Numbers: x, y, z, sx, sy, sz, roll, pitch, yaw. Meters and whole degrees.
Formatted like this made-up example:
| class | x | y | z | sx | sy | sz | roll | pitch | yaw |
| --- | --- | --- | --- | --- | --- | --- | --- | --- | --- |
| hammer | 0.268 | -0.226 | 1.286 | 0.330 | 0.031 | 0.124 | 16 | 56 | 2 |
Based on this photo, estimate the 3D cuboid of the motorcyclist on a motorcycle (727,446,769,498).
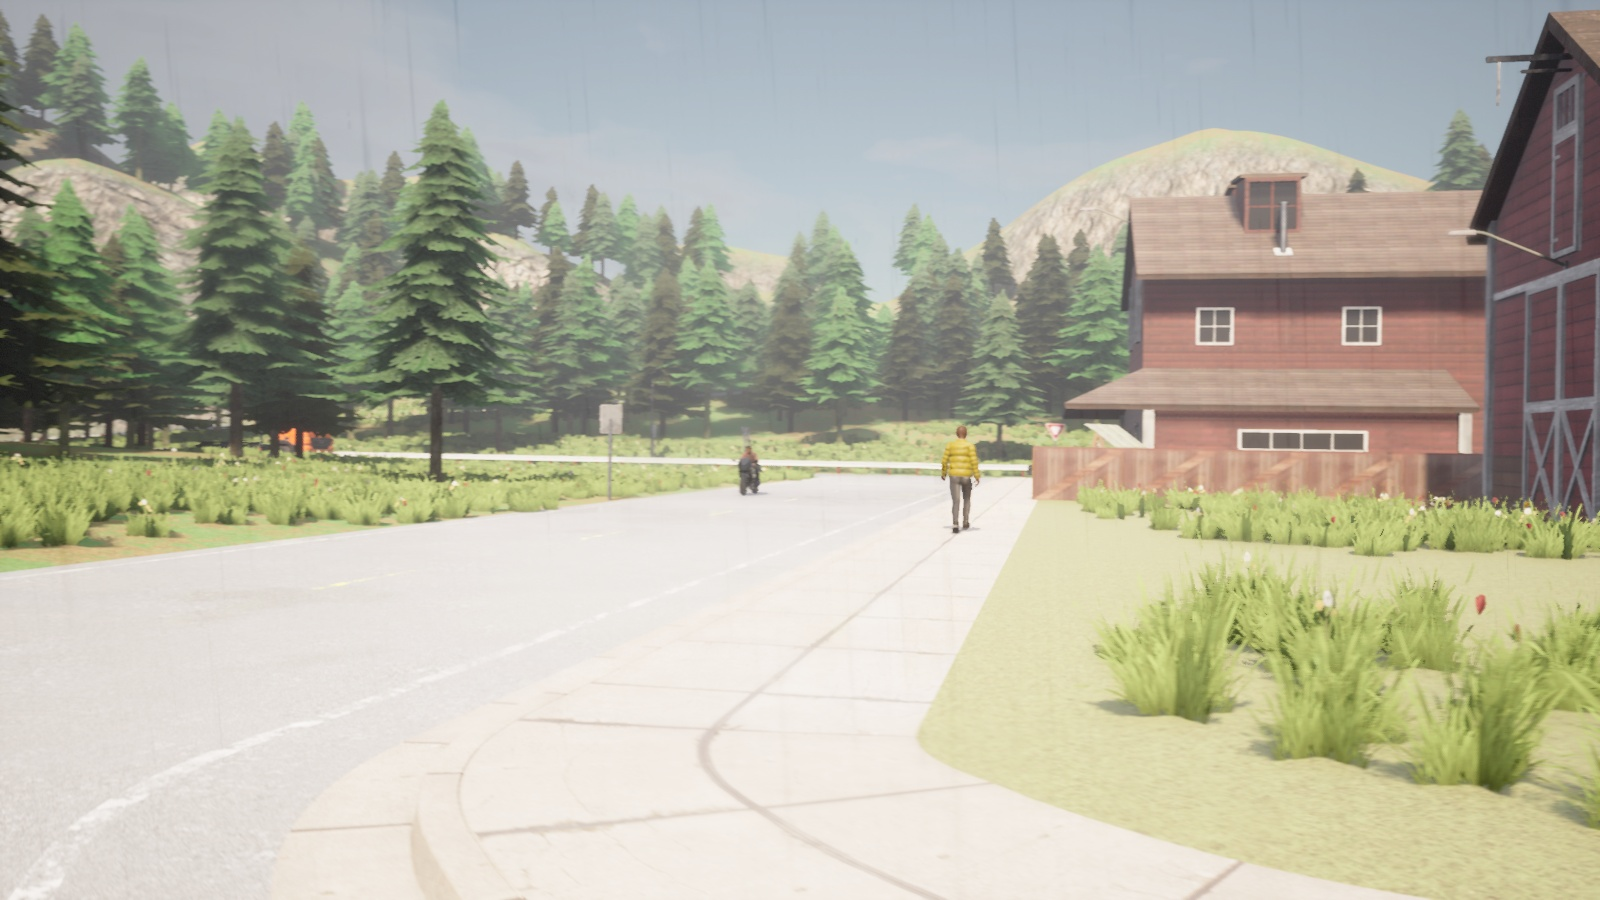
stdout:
| class | x | y | z | sx | sy | sz | roll | pitch | yaw |
| --- | --- | --- | --- | --- | --- | --- | --- | --- | --- |
| motorcyclist on a motorcycle | -1.560 | 0.638 | 37.841 | 0.797 | 1.523 | 2.044 | 0 | 0 | 12 |

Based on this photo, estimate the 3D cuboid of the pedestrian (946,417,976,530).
| class | x | y | z | sx | sy | sz | roll | pitch | yaw |
| --- | --- | --- | --- | --- | --- | --- | --- | --- | --- |
| pedestrian | 2.672 | 0.384 | 20.795 | 0.370 | 1.835 | 0.726 | 0 | 0 | 18 |

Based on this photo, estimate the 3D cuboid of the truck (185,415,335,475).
| class | x | y | z | sx | sy | sz | roll | pitch | yaw |
| --- | --- | --- | --- | --- | --- | --- | --- | --- | --- |
| truck | -32.062 | -0.310 | 74.621 | 7.936 | 3.462 | 2.891 | 0 | 0 | 12 |
